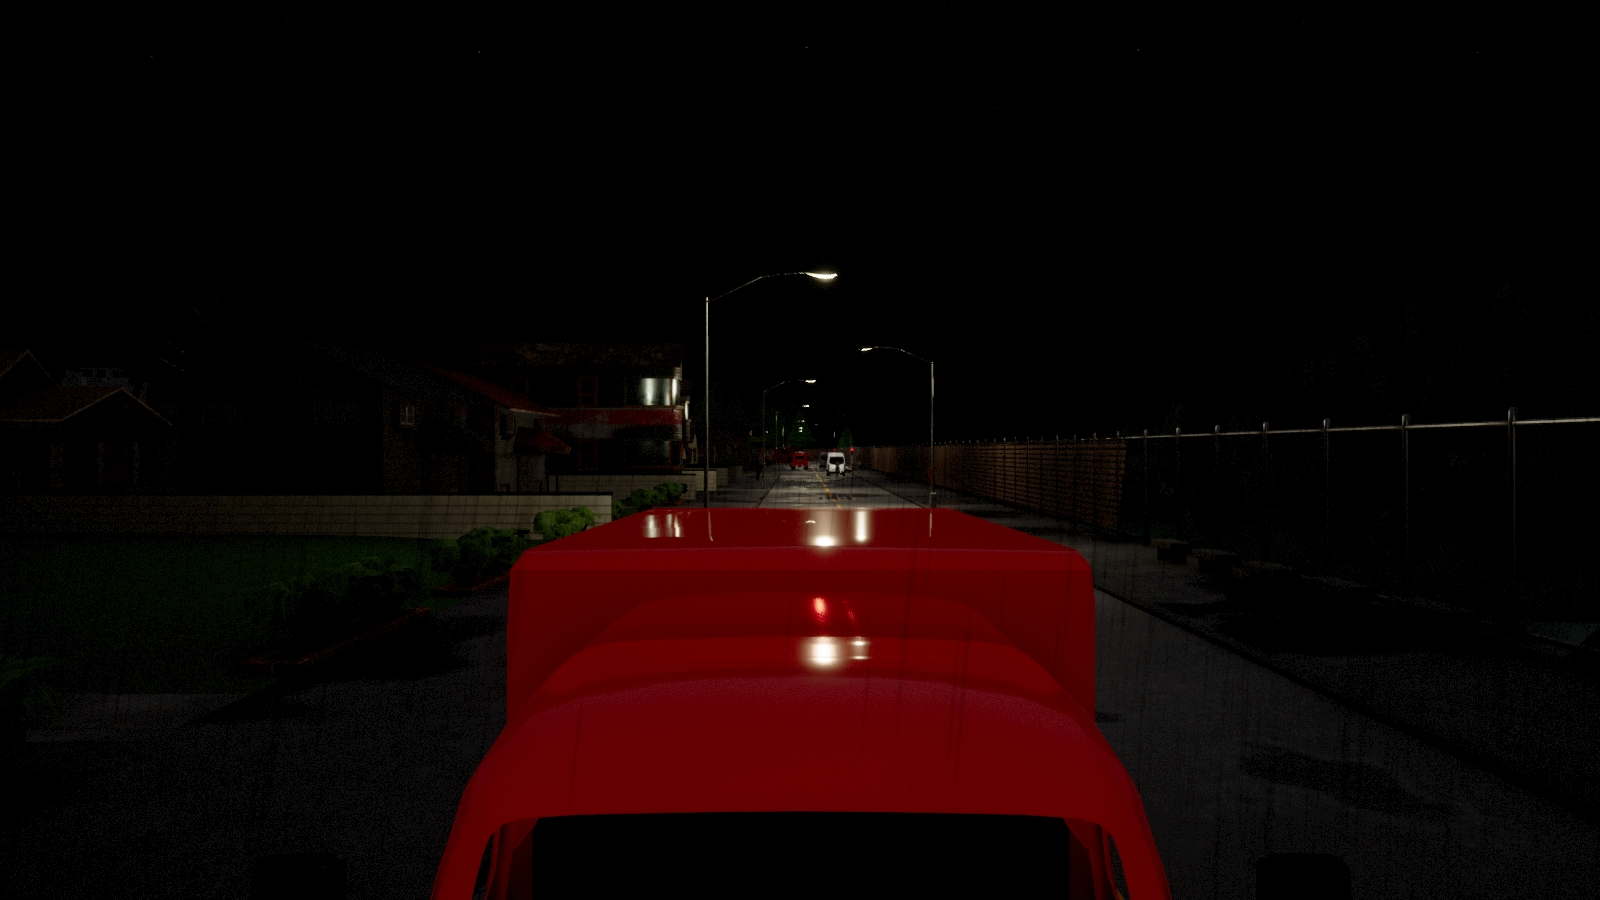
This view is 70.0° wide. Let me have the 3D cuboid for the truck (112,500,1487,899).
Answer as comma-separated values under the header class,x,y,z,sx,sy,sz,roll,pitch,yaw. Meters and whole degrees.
class,x,y,z,sx,sy,sz,roll,pitch,yaw
truck,0.000,1.568,4.790,2.627,2.467,5.204,0,0,0
